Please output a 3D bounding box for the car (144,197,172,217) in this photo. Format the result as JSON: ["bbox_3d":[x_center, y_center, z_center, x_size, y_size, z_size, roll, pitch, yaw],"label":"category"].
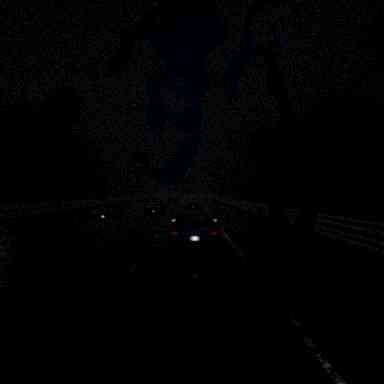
[{"bbox_3d":[-3.392,1.491,31.798,2.128,1.511,4.902,0,0,0],"label":"car"}]

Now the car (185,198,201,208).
[{"bbox_3d":[0.108,1.521,41.111,1.812,1.442,4.674,0,0,0],"label":"car"}]

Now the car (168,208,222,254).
[{"bbox_3d":[0.101,1.567,13.457,1.994,1.385,4.181,0,0,0],"label":"car"}]

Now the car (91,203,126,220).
[{"bbox_3d":[-6.894,1.600,27.964,1.895,1.301,4.718,0,0,0],"label":"car"}]

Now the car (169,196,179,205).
[{"bbox_3d":[-3.388,1.477,57.567,1.837,1.490,4.892,0,0,0],"label":"car"}]
